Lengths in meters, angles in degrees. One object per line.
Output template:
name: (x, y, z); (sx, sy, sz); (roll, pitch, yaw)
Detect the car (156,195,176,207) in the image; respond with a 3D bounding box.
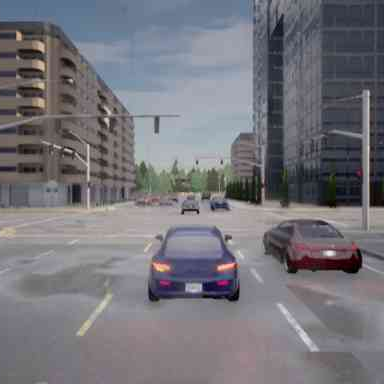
car: (-4.004, 1.519, 50.965); (1.895, 1.301, 4.718); (0, 0, 0)

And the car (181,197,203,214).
car: (-0.184, 1.515, 35.463); (2.033, 1.411, 5.357); (0, 0, -1)

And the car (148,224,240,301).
car: (0.044, 1.513, 8.139); (1.812, 1.442, 4.674); (0, 0, 0)

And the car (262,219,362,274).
car: (3.552, 1.547, 10.563); (1.994, 1.385, 4.181); (0, 0, 0)

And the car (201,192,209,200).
car: (3.320, 1.095, 77.200); (2.150, 2.045, 5.566); (0, 0, 1)

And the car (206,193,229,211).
car: (3.246, 1.293, 40.474); (2.097, 1.767, 4.553); (0, 0, -1)

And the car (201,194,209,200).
car: (3.430, 1.381, 87.771); (2.033, 1.411, 5.357); (0, 0, 1)

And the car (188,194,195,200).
car: (-0.069, 1.318, 87.806); (1.882, 1.535, 5.008); (0, 0, 1)

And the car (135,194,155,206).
car: (-7.496, 1.269, 51.484); (2.097, 1.767, 4.553); (0, 0, 0)

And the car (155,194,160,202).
car: (-7.299, 1.245, 67.410); (2.097, 1.767, 4.553); (0, 0, 1)

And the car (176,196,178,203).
car: (-3.796, 1.493, 67.609); (1.895, 1.301, 4.718); (0, 0, 1)

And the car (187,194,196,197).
car: (-0.176, 1.398, 77.580); (2.128, 1.511, 4.902); (0, 0, 1)
